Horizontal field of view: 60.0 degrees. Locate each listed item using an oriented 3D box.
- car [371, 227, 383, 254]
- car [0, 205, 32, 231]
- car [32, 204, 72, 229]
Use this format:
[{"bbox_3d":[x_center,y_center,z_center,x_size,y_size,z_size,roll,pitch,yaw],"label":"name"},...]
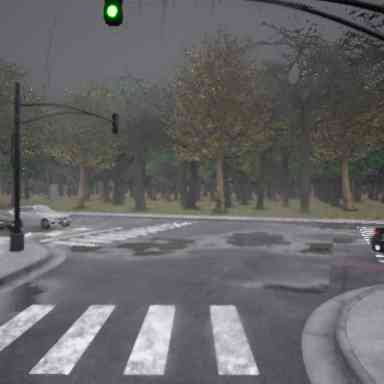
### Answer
[{"bbox_3d":[8.193,1.475,10.162,4.892,1.490,1.837,0,-4,4],"label":"car"},{"bbox_3d":[-11.766,1.515,18.865,4.892,1.490,1.837,0,0,23],"label":"car"},{"bbox_3d":[-9.978,1.549,21.636,4.674,1.442,1.812,0,0,25],"label":"car"}]
